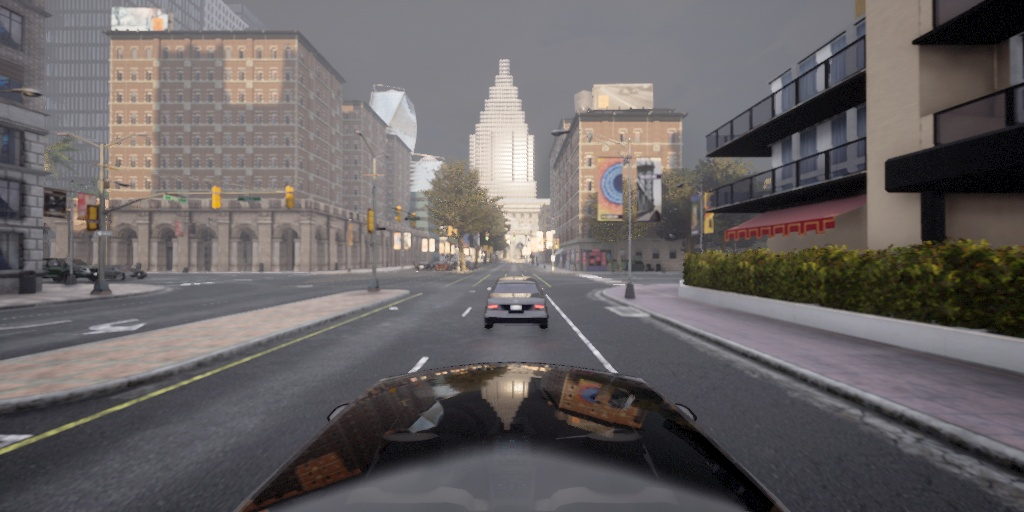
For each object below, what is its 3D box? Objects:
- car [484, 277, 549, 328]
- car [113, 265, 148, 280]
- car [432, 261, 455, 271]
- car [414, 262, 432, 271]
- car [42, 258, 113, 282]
[{"bbox_3d":[0.134,1.373,11.612,2.033,1.411,5.357,0,0,1],"label":"car"},{"bbox_3d":[-36.927,1.554,33.605,4.181,1.385,1.994,0,0,0],"label":"car"},{"bbox_3d":[-11.222,1.536,58.780,2.097,1.767,4.553,0,0,1],"label":"car"},{"bbox_3d":[-14.697,1.689,60.655,2.128,1.511,4.902,0,0,1],"label":"car"},{"bbox_3d":[-37.695,1.185,30.104,5.566,2.045,2.150,0,0,0],"label":"car"}]
